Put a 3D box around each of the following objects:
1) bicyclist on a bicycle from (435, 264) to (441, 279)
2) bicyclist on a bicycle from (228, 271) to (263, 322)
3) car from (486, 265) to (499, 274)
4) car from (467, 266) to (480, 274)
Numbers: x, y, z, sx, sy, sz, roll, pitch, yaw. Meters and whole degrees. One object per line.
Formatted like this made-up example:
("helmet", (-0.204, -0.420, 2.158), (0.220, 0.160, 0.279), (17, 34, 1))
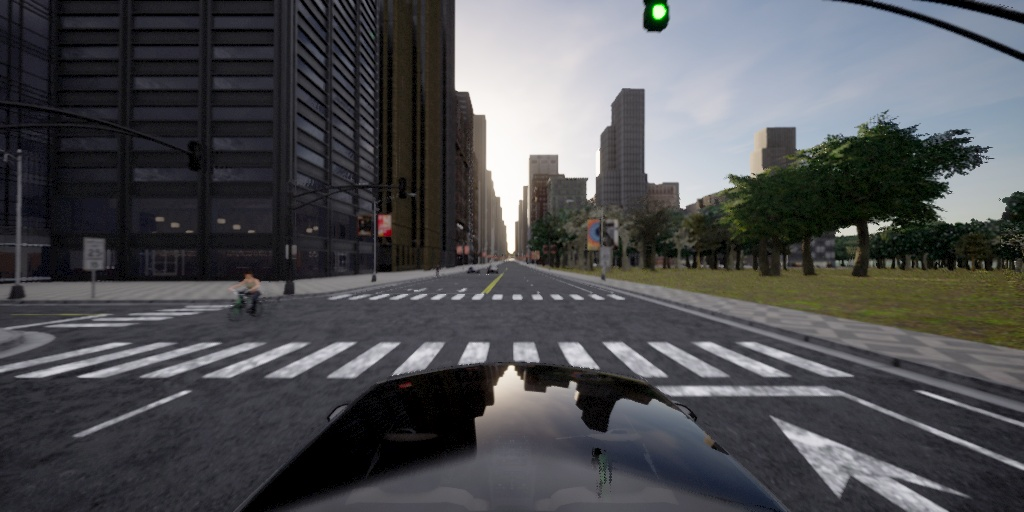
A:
("bicyclist on a bicycle", (-8.759, 1.766, 42.194), (0.659, 1.776, 1.843), (0, -1, 0))
("bicyclist on a bicycle", (-8.735, 1.292, 11.806), (0.866, 1.612, 1.509), (0, -1, 0))
("car", (-3.264, 2.308, 61.544), (1.837, 1.490, 4.892), (0, -1, 0))
("car", (-6.514, 2.366, 61.543), (1.994, 1.385, 4.181), (0, -1, 0))
